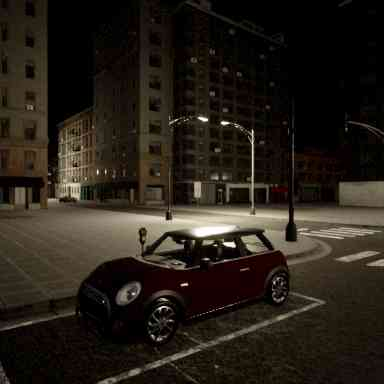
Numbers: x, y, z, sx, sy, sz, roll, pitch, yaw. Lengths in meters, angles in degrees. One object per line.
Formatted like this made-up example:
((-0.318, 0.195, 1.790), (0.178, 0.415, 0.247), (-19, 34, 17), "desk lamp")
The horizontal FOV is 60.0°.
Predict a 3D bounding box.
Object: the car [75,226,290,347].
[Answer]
((-0.029, 1.440, 6.285), (4.097, 1.590, 1.967), (0, 0, -38), "car")

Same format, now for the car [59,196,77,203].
((-22.166, 1.274, 59.258), (1.895, 1.301, 4.718), (0, 0, -39), "car")
